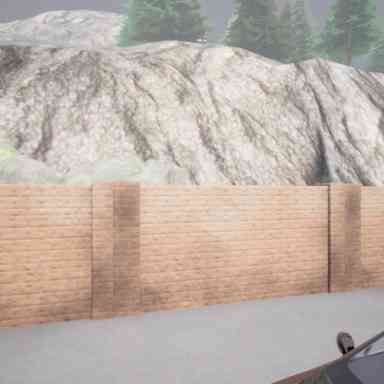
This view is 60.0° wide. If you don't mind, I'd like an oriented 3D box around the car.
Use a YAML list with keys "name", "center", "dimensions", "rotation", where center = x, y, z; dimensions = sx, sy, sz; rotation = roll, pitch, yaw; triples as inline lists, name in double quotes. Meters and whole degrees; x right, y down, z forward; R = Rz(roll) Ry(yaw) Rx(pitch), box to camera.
- name: "car"
  center: [2.164, 1.492, 1.911]
  dimensions: [4.902, 1.511, 2.128]
  rotation: [0, 0, -18]
